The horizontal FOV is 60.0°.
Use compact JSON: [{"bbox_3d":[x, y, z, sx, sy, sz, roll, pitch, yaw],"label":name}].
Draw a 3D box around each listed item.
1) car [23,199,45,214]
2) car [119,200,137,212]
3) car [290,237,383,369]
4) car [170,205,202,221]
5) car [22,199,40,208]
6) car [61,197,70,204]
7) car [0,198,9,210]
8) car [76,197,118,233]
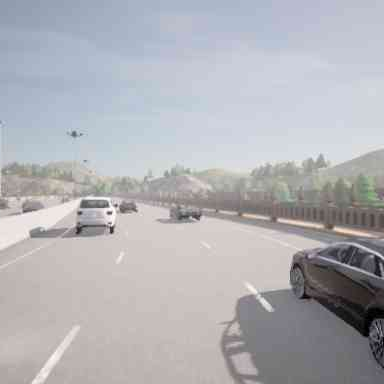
[{"bbox_3d":[-18.175,1.779,38.486,1.812,1.442,4.674,0,0,-16],"label":"car"},{"bbox_3d":[-7.989,1.726,41.712,2.128,1.511,4.902,0,0,-16],"label":"car"},{"bbox_3d":[3.225,1.508,5.619,2.128,1.511,4.902,0,0,-3],"label":"car"},{"bbox_3d":[-0.666,1.744,28.704,1.895,1.301,4.718,0,0,-15],"label":"car"},{"bbox_3d":[-26.604,1.929,55.176,1.994,1.385,4.181,0,0,-16],"label":"car"},{"bbox_3d":[-29.352,1.958,77.289,2.128,1.511,4.902,0,0,-16],"label":"car"},{"bbox_3d":[-28.321,1.690,48.419,2.097,1.767,4.553,0,0,-16],"label":"car"},{"bbox_3d":[-5.897,1.345,20.781,2.150,2.045,5.566,0,0,-12],"label":"car"}]
